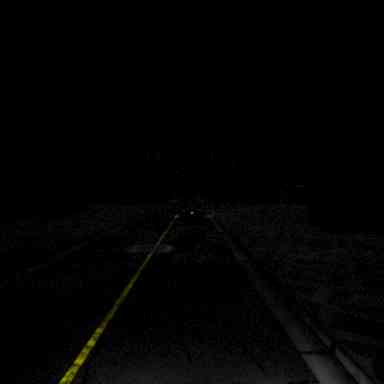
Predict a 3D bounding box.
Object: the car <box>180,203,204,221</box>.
[{"bbox_3d":[0.010,1.630,28.233,1.994,1.385,4.181,0,0,0],"label":"car"}]
